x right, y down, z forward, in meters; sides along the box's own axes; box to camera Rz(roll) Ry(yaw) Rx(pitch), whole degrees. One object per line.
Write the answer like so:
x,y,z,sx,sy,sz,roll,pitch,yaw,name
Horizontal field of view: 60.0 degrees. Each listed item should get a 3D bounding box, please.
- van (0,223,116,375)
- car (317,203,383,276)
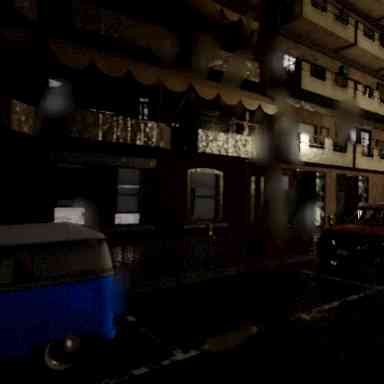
-2.929,1.342,3.981,3.998,1.788,1.690,0,1,-35,van
6.079,1.313,10.399,5.009,1.841,2.192,0,1,-35,car
